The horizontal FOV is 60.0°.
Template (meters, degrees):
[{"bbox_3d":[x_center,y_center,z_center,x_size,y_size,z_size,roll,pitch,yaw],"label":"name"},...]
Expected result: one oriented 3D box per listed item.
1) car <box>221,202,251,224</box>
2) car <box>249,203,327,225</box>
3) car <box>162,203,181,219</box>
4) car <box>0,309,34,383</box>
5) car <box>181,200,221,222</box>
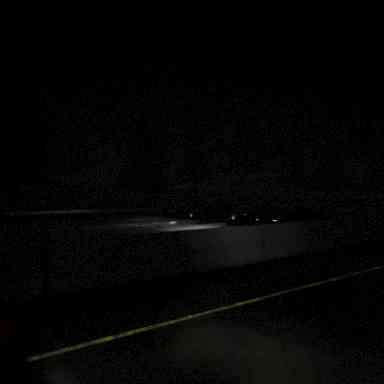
[{"bbox_3d":[4.877,1.543,24.668,4.902,1.511,2.128,0,0,-35],"label":"car"},{"bbox_3d":[6.489,1.597,21.522,5.357,1.411,2.033,0,0,-36],"label":"car"},{"bbox_3d":[-0.304,1.525,29.573,5.008,1.535,1.882,0,0,-35],"label":"car"},{"bbox_3d":[-3.605,1.214,1.175,5.566,2.045,2.150,0,0,-36],"label":"car"},{"bbox_3d":[1.938,1.540,26.871,4.902,1.511,2.128,0,0,-35],"label":"car"}]
